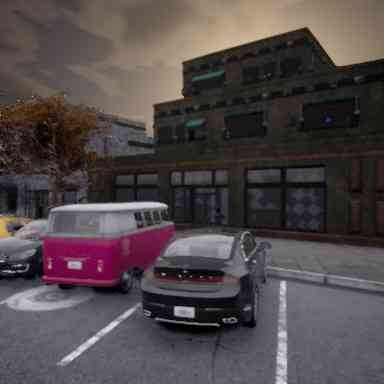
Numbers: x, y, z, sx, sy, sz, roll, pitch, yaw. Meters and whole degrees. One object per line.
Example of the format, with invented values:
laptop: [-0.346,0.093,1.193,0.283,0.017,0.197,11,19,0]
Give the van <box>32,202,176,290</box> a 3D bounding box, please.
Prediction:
van: [-1.817,1.267,8.878,1.878,1.987,4.442,-1,-1,15]

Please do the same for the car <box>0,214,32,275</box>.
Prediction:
car: [-4.226,1.528,10.461,2.231,1.521,4.892,-1,-1,15]

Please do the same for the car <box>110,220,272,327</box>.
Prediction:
car: [0.530,1.476,7.062,2.231,1.521,4.892,-1,-1,15]
